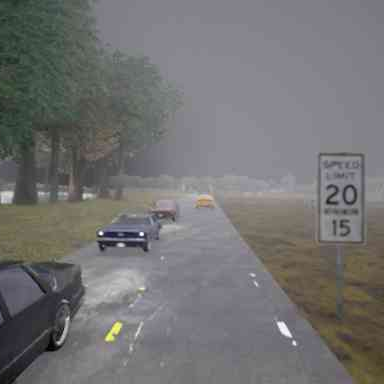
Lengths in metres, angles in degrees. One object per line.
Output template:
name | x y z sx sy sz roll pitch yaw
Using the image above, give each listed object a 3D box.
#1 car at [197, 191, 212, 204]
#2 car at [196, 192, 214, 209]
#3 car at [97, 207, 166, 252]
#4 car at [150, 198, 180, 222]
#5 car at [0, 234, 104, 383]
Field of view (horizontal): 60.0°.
car | 1.864 0.730 48.598 2.097 1.767 4.553 1 1 3
car | 1.453 1.060 37.468 1.882 1.535 5.008 1 1 2
car | -2.396 1.521 13.764 1.895 1.301 4.718 1 1 2
car | -1.975 1.243 24.676 1.882 1.535 5.008 1 1 2
car | -2.779 1.519 3.448 2.033 1.411 5.357 1 0 2
